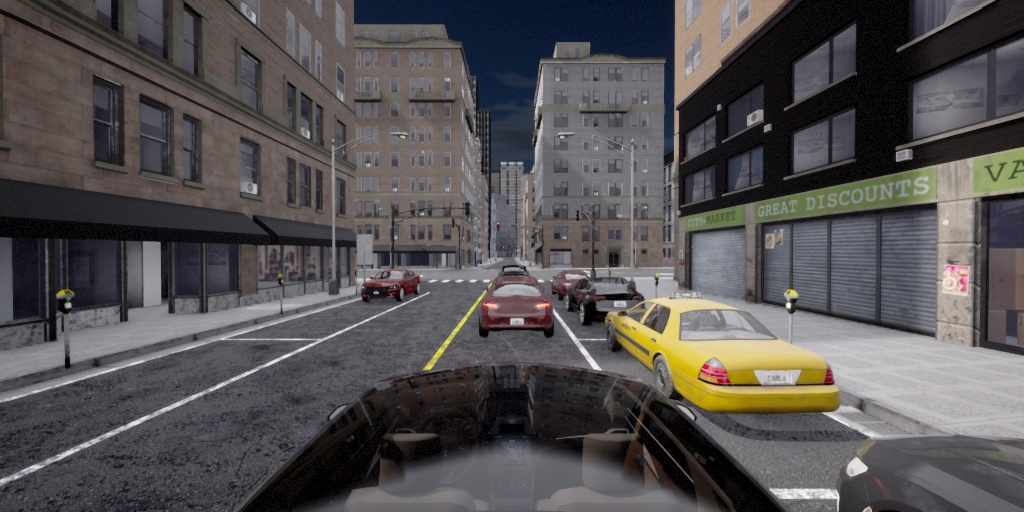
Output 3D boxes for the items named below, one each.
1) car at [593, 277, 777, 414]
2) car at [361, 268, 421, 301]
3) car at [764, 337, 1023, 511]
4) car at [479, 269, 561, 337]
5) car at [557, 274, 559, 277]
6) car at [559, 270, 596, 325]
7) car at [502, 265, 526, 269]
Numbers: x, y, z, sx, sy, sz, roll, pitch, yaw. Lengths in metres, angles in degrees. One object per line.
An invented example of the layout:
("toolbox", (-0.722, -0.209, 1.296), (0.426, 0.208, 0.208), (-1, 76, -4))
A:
("car", (2.878, 1.274, 6.187), (1.751, 1.417, 4.829), (0, 0, 0))
("car", (-5.656, 1.290, 17.195), (1.888, 1.381, 4.507), (0, 0, 0))
("car", (2.872, 1.301, 0.431), (2.007, 1.370, 4.403), (0, 0, 0))
("car", (0.102, 1.273, 10.167), (1.812, 1.442, 4.674), (0, 0, 0))
("car", (2.889, 1.327, 17.189), (1.802, 1.307, 4.207), (0, 0, 0))
("car", (2.884, 1.313, 11.603), (1.948, 1.339, 4.313), (0, 0, 0))
("car", (0.116, 1.248, 20.446), (1.837, 1.490, 4.892), (0, 0, 0))
